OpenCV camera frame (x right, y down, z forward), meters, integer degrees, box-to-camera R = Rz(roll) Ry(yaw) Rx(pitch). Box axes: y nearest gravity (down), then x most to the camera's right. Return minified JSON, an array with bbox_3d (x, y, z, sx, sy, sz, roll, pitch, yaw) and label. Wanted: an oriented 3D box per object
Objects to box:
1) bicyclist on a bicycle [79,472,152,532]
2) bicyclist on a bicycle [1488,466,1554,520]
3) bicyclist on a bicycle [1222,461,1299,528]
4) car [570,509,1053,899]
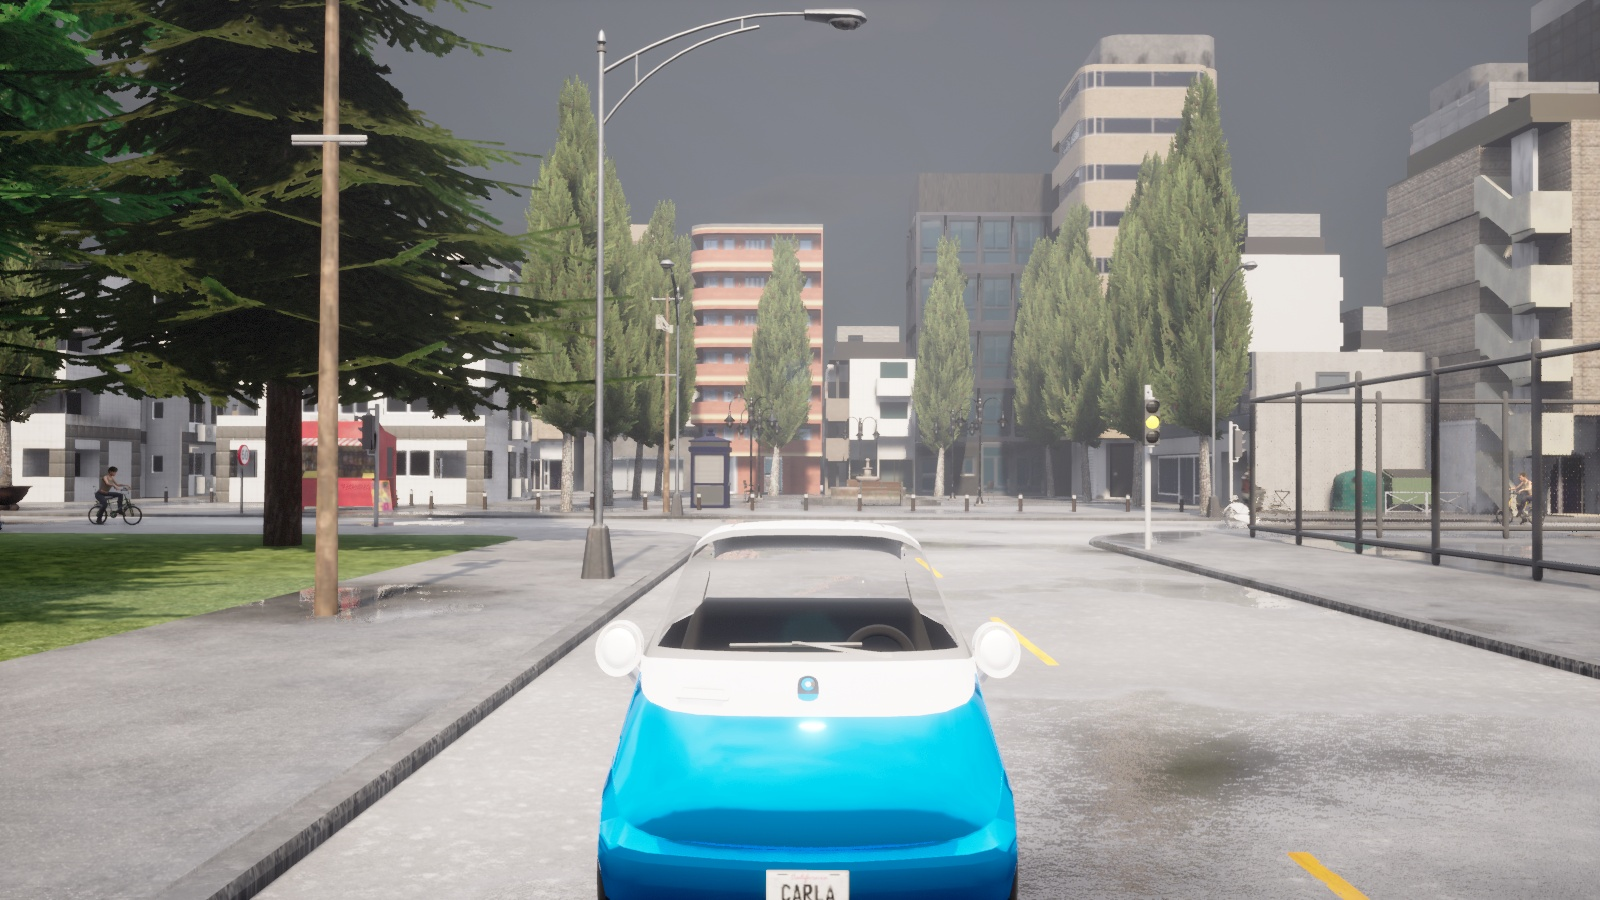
[{"bbox_3d":[-18.738,1.402,34.391,1.509,1.612,0.866,0,-1,1],"label":"bicyclist on a bicycle"},{"bbox_3d":[21.948,1.304,38.248,1.509,1.612,0.866,0,-1,0],"label":"bicyclist on a bicycle"},{"bbox_3d":[12.509,1.207,34.123,1.843,1.776,0.659,0,-1,-4],"label":"bicyclist on a bicycle"},{"bbox_3d":[0.037,0.953,4.965,1.481,1.376,2.207,0,-1,0],"label":"car"}]
